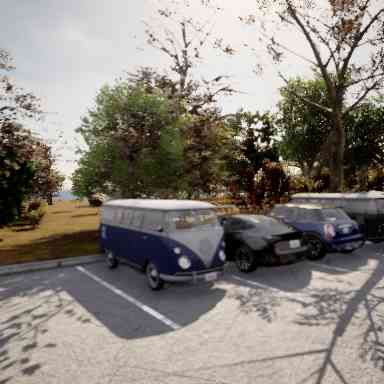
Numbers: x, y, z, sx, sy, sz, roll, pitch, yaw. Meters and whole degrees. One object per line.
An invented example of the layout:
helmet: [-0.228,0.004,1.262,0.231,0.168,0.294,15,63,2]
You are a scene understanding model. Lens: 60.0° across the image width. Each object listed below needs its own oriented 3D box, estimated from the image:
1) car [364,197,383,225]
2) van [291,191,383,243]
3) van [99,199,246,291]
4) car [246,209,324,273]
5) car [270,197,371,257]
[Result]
car: [12.736,1.137,18.676,2.097,1.535,5.008,-1,1,-35]
van: [5.872,1.054,13.920,1.878,1.987,4.442,-1,1,-35]
van: [-0.888,1.197,8.811,1.878,1.987,4.442,-1,1,-35]
car: [1.329,1.405,10.577,2.163,1.488,4.792,-1,1,-36]
car: [3.560,1.204,12.089,2.185,1.767,4.553,-1,1,-35]
